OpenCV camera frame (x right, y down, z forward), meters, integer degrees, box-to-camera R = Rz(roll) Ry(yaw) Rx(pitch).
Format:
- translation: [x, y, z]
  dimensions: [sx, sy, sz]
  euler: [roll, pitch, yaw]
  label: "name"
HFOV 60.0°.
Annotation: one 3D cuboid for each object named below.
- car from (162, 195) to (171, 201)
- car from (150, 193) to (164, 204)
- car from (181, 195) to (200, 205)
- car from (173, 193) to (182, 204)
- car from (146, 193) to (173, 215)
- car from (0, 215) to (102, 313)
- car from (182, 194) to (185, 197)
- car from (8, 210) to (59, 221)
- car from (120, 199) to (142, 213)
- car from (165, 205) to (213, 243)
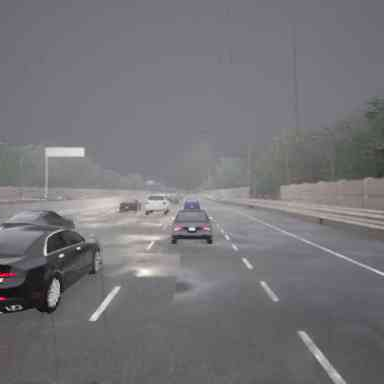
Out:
- translation: [-6.987, 1.663, 91.840]
  dimensions: [2.033, 1.411, 5.357]
  euler: [0, 0, 0]
  label: "car"
- translation: [-6.993, 1.302, 66.359]
  dimensions: [2.150, 2.045, 5.566]
  euler: [0, 0, 0]
  label: "car"
- translation: [0.005, 1.521, 40.767]
  dimensions: [1.882, 1.535, 5.008]
  euler: [0, 0, 0]
  label: "car"
- translation: [-3.491, 1.429, 64.507]
  dimensions: [2.097, 1.767, 4.553]
  euler: [0, 0, 0]
  label: "car"
- translation: [-3.495, 1.258, 34.895]
  dimensions: [2.150, 2.045, 5.566]
  euler: [0, 0, 0]
  label: "car"
- translation: [-3.500, 1.513, 7.651]
  dimensions: [1.837, 1.490, 4.892]
  euler: [0, 0, 0]
  label: "car"
- translation: [-3.487, 1.478, 91.775]
  dimensions: [2.097, 1.767, 4.553]
  euler: [0, 0, 0]
  label: "car"
- translation: [-6.999, 1.540, 15.314]
  dimensions: [1.812, 1.442, 4.674]
  euler: [0, 0, 0]
  label: "car"
- translation: [-6.997, 1.518, 38.269]
  dimensions: [1.882, 1.535, 5.008]
  euler: [0, 0, 0]
  label: "car"
- translation: [0.001, 1.562, 16.109]
  dimensions: [2.033, 1.411, 5.357]
  euler: [0, 0, 0]
  label: "car"
